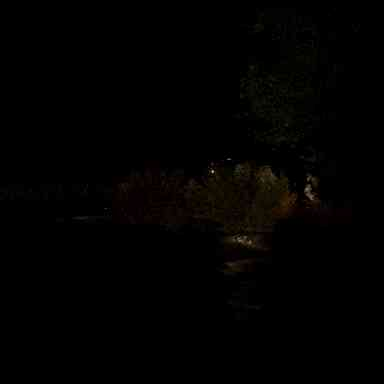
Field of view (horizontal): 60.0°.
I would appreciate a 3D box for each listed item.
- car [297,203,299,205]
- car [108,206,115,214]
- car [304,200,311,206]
[{"bbox_3d":[15.375,1.658,53.271,2.097,1.767,4.553,0,0,43],"label":"car"},{"bbox_3d":[-6.684,1.747,34.377,1.895,1.301,4.718,0,0,41],"label":"car"},{"bbox_3d":[22.130,1.923,60.425,1.994,1.385,4.181,0,0,44],"label":"car"}]
